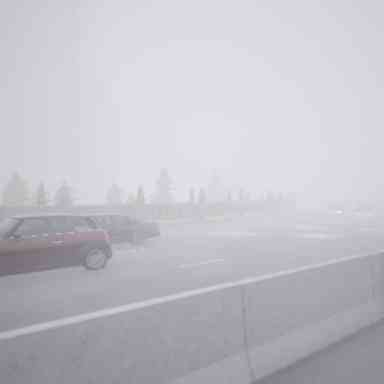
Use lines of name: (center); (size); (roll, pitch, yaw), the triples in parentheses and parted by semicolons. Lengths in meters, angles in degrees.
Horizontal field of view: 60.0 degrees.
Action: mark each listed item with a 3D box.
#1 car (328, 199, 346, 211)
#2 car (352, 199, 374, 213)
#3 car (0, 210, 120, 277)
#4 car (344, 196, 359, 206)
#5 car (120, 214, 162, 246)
car: (21.206, 2.085, 49.322); (1.994, 1.385, 4.181); (0, -1, 21)
car: (22.823, 2.017, 44.119); (1.994, 1.385, 4.181); (0, -1, 24)
car: (-4.674, 1.413, 9.449); (4.553, 1.767, 2.097); (0, -1, -38)
car: (33.488, 1.918, 69.693); (2.150, 2.045, 5.566); (0, -1, 9)
car: (-3.912, 1.646, 14.404); (5.357, 1.411, 2.033); (0, -1, -40)
